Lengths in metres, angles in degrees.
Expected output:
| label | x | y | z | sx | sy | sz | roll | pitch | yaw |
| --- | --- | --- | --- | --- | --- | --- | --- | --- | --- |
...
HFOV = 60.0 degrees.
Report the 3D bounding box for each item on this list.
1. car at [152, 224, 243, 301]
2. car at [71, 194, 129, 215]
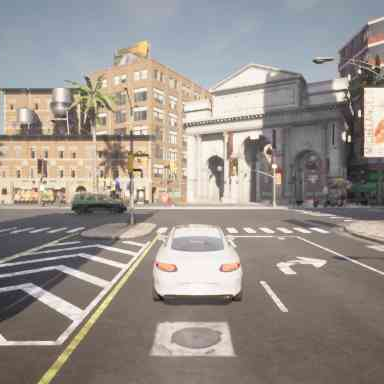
| label | x | y | z | sx | sy | sz | roll | pitch | yaw |
| --- | --- | --- | --- | --- | --- | --- | --- | --- | --- |
| car | 0.109 | 1.526 | 8.211 | 1.812 | 1.442 | 4.674 | 0 | 0 | 0 |
| car | -9.231 | 1.221 | 33.407 | 5.566 | 2.045 | 2.150 | 0 | 0 | 1 |
